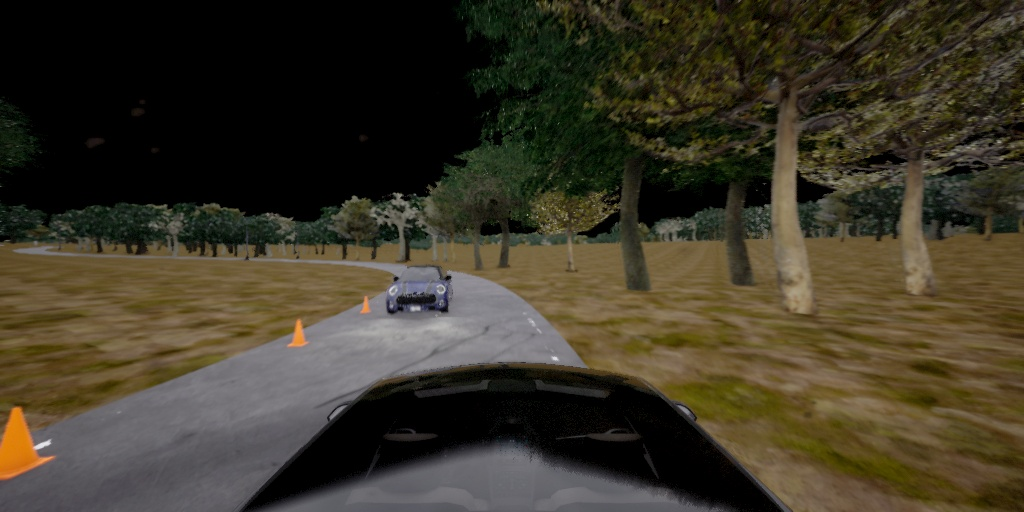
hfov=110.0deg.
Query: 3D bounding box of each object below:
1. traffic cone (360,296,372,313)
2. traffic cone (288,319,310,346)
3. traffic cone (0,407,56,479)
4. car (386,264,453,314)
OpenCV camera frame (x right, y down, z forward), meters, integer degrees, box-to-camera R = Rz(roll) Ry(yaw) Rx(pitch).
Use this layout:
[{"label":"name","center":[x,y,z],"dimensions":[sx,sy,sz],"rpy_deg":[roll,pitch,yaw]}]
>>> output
[{"label":"traffic cone","center":[-5.357,1.758,13.179],"dimensions":[0.340,0.580,0.340],"rpy_deg":[0,0,-6]},{"label":"traffic cone","center":[-4.948,1.761,8.328],"dimensions":[0.340,0.580,0.340],"rpy_deg":[0,0,-3]},{"label":"traffic cone","center":[-4.779,1.755,3.461],"dimensions":[0.340,0.580,0.340],"rpy_deg":[0,0,-1]},{"label":"car","center":[-3.413,1.127,13.941],"dimensions":[2.097,1.767,4.553],"rpy_deg":[-1,0,-7]}]
